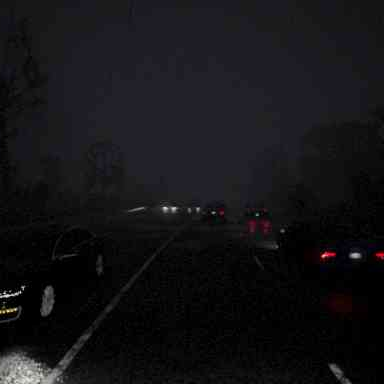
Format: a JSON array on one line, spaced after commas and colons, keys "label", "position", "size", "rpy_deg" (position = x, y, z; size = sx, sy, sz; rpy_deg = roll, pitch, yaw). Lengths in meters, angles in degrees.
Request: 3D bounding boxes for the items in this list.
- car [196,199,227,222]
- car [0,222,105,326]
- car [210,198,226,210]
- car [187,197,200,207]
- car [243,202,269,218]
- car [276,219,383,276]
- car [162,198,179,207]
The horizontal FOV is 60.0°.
[{"label": "car", "position": [1.761, 1.528, 26.190], "size": [2.033, 1.411, 5.357], "rpy_deg": [0, 0, 5]}, {"label": "car", "position": [-3.350, 1.492, 7.297], "size": [1.837, 1.490, 4.892], "rpy_deg": [0, 0, 3]}, {"label": "car", "position": [3.402, 1.533, 42.897], "size": [1.994, 1.385, 4.181], "rpy_deg": [0, 0, 6]}, {"label": "car", "position": [0.388, 1.504, 49.736], "size": [2.033, 1.411, 5.357], "rpy_deg": [0, 0, 6]}, {"label": "car", "position": [5.618, 1.588, 29.739], "size": [1.895, 1.301, 4.718], "rpy_deg": [0, 0, 6]}, {"label": "car", "position": [3.988, 1.547, 10.314], "size": [2.033, 1.411, 5.357], "rpy_deg": [0, 0, 3]}, {"label": "car", "position": [-3.159, 1.513, 49.427], "size": [1.994, 1.385, 4.181], "rpy_deg": [0, 0, 6]}]
